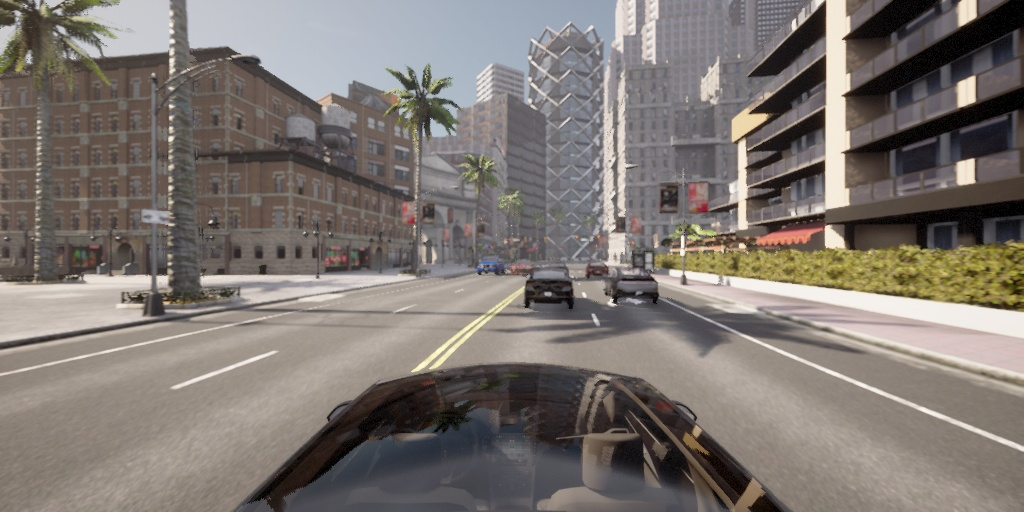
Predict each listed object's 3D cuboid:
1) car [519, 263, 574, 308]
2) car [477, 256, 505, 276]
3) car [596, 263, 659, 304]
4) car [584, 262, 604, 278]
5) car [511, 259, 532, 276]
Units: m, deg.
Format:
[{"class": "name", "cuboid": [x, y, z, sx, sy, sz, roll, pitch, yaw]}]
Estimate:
[{"class": "car", "cuboid": [1.630, 1.237, 15.347, 1.882, 1.535, 5.008, 0, 0, 8]}, {"class": "car", "cuboid": [-2.143, 0.997, 38.354, 2.150, 2.045, 5.566, 0, -1, 9]}, {"class": "car", "cuboid": [5.322, 1.255, 16.468, 2.128, 1.511, 4.902, 0, 0, 8]}, {"class": "car", "cuboid": [7.867, 1.254, 33.536, 1.882, 1.535, 5.008, 0, -1, 9]}, {"class": "car", "cuboid": [1.179, 1.124, 36.988, 2.097, 1.767, 4.553, 0, 0, 9]}]
